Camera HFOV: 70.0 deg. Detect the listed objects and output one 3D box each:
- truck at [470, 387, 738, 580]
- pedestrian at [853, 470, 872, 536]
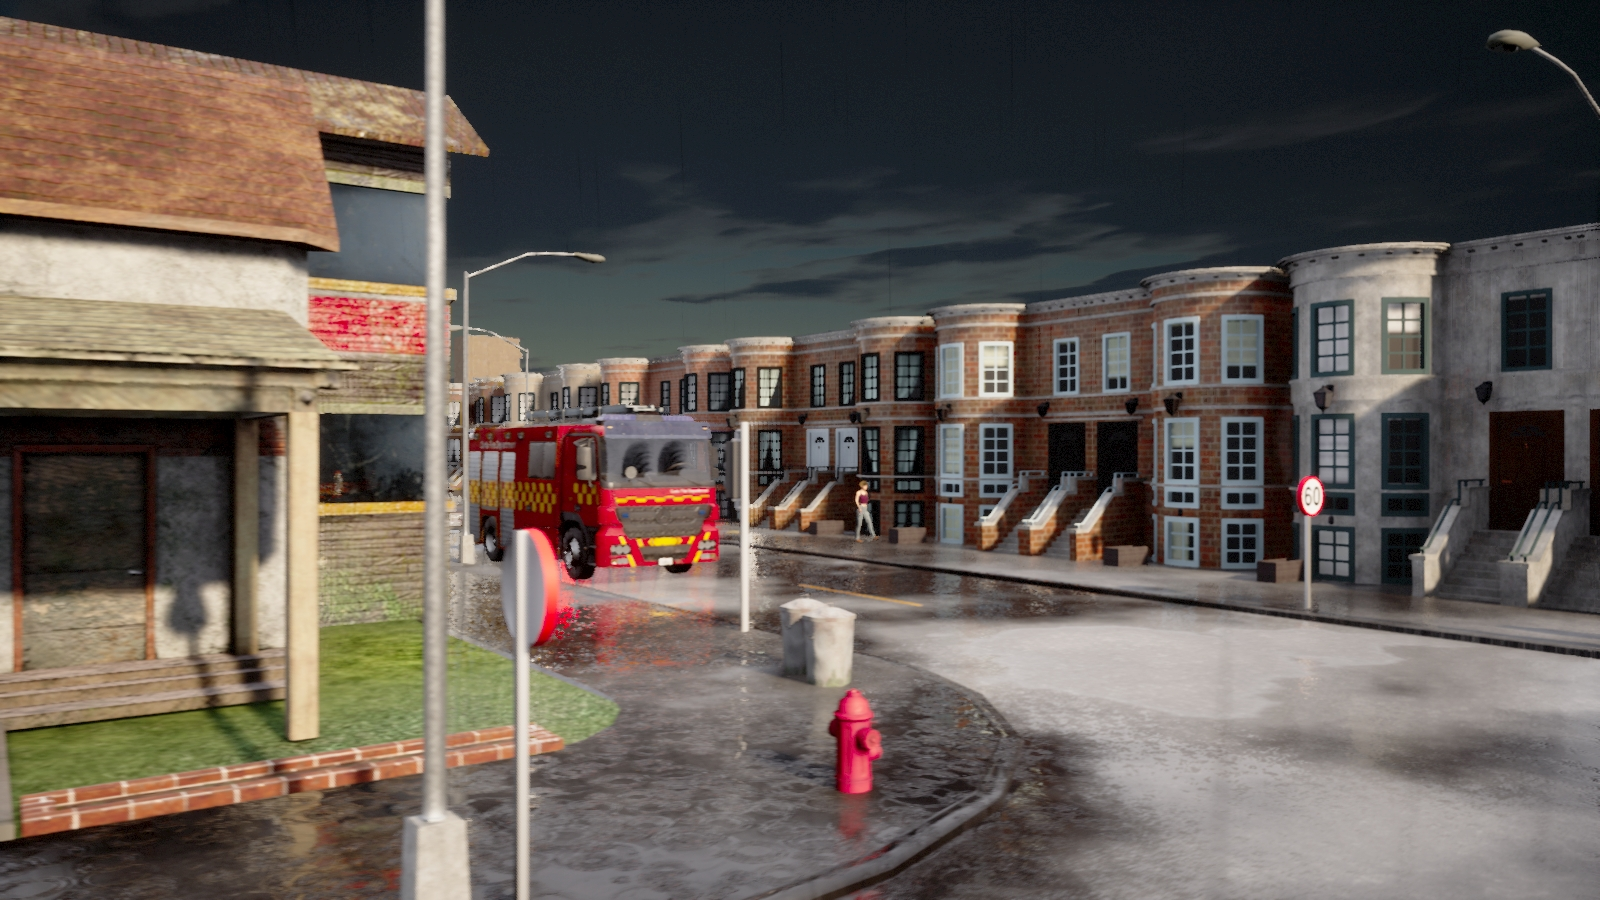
[{"bbox_3d":[-4.946,0.671,27.027,2.891,3.827,8.468,0,0,-35],"label":"truck"},{"bbox_3d":[1.806,1.523,32.914,0.375,1.860,0.375,0,0,-40],"label":"pedestrian"}]
